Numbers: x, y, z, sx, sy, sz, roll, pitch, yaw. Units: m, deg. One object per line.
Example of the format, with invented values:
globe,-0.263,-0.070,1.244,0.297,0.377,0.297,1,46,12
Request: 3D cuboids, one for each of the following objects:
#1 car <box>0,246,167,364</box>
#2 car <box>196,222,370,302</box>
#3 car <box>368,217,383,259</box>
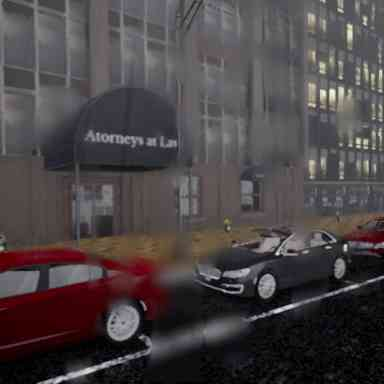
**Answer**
car,-2.530,1.538,4.768,4.507,1.381,1.887,0,0,-35
car,2.111,1.516,8.047,4.403,1.369,2.008,0,0,-35
car,6.754,1.519,11.326,4.206,1.307,1.802,0,0,-35
